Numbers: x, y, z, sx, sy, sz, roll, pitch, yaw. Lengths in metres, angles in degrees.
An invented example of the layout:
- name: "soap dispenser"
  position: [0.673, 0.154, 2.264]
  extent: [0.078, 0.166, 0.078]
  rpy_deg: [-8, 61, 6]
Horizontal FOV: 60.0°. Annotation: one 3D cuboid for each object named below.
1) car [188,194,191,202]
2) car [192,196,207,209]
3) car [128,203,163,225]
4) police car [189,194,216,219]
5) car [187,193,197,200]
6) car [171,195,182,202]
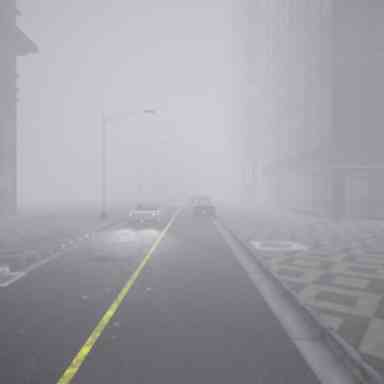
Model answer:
- name: "car"
  position: [0.909, 1.157, 36.890]
  extent: [2.097, 1.767, 4.553]
  rpy_deg: [0, 0, 0]
- name: "car"
  position: [0.912, 1.259, 42.920]
  extent: [1.882, 1.535, 5.008]
  rpy_deg: [0, 0, 0]
- name: "car"
  position: [-3.093, 1.473, 22.811]
  extent: [1.895, 1.301, 4.718]
  rpy_deg: [0, 0, 0]
- name: "police car"
  position: [0.907, 1.276, 27.030]
  extent: [1.930, 1.638, 5.238]
  rpy_deg: [0, 0, 0]
- name: "car"
  position: [0.022, 1.111, 78.380]
  extent: [2.128, 1.511, 4.902]
  rpy_deg: [0, 0, 0]
- name: "car"
  position: [-2.994, 1.312, 64.543]
  extent: [1.895, 1.301, 4.718]
  rpy_deg: [0, 0, 0]
